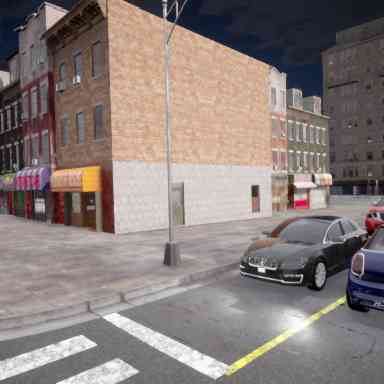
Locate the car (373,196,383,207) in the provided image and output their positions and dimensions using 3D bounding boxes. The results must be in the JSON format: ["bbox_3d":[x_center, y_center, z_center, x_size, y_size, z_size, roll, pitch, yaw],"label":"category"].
[{"bbox_3d":[10.298,1.020,16.059,2.150,2.045,5.566,0,1,45],"label":"car"}]

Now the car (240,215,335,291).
[{"bbox_3d":[3.238,1.430,9.015,1.837,1.490,4.892,0,1,45],"label":"car"}]

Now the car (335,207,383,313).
[{"bbox_3d":[4.867,1.278,6.616,4.553,1.767,2.097,-1,1,-45],"label":"car"}]
